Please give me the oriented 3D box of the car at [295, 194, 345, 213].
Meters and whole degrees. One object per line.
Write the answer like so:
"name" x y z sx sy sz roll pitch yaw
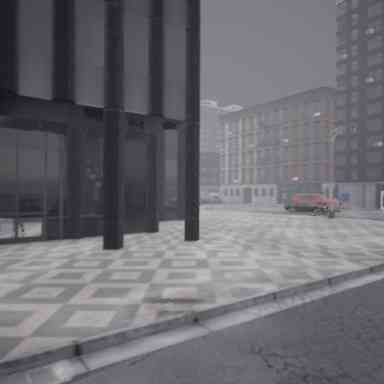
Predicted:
"car" 13.471 1.200 35.728 2.150 2.045 5.566 0 0 -35

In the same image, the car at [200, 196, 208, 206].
"car" -0.077 1.514 54.842 2.128 1.511 4.902 0 -1 -35

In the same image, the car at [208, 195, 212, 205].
"car" 0.966 1.648 59.128 1.895 1.301 4.718 0 0 -35

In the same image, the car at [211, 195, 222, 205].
"car" 3.383 1.422 61.290 2.097 1.767 4.553 0 0 -35

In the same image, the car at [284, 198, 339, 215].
"car" 11.557 1.556 32.802 1.895 1.301 4.718 0 0 -35
